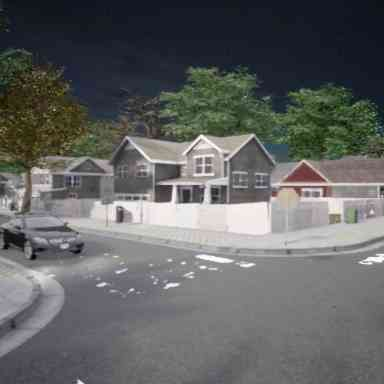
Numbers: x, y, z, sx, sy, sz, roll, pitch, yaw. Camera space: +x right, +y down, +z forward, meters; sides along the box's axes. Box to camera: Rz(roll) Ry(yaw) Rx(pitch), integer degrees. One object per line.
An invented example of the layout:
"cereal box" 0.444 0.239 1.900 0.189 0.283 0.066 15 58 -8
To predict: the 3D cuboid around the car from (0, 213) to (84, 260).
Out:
"car" -5.914 1.564 12.771 4.674 1.442 1.812 0 0 45
